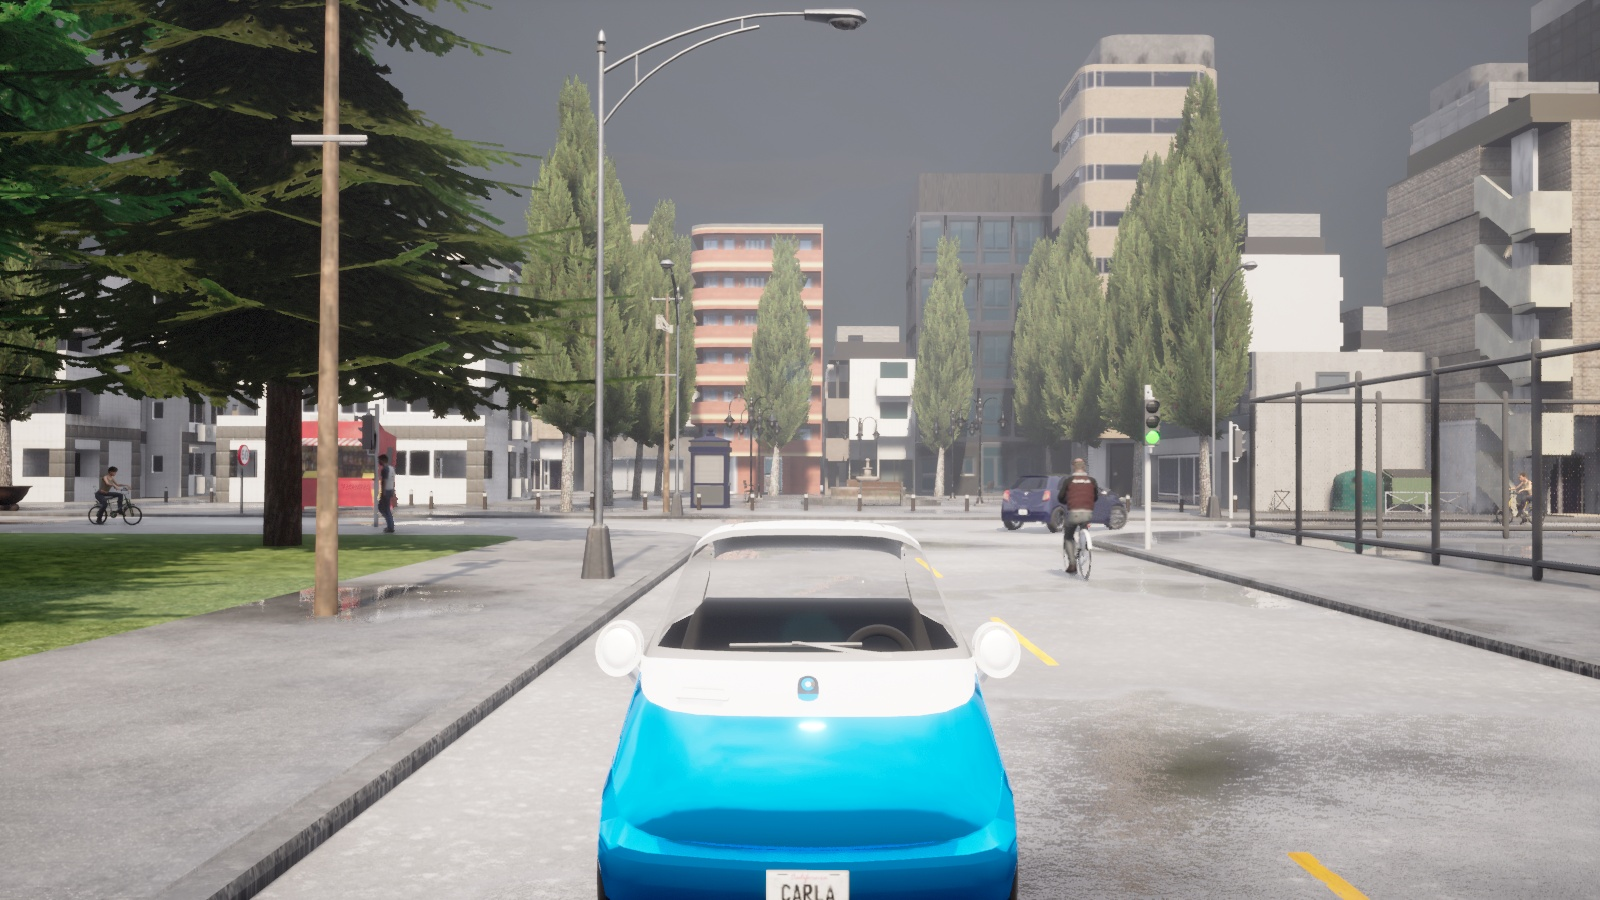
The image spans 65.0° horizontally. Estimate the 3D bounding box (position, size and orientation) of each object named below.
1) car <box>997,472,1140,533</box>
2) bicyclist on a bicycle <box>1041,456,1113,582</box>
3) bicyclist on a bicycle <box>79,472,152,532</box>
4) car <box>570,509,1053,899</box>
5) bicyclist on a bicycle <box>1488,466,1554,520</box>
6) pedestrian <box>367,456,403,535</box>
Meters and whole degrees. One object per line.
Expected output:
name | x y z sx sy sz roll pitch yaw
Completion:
car | 7.141 1.358 33.323 3.633 1.501 1.845 1 -2 -40
bicyclist on a bicycle | 4.091 0.981 18.659 0.659 1.776 1.843 0 -1 0
bicyclist on a bicycle | -18.738 1.402 34.391 1.509 1.612 0.866 0 -1 1
car | 0.037 0.953 4.965 1.481 1.376 2.207 0 -1 0
bicyclist on a bicycle | 21.948 1.304 38.248 1.509 1.612 0.866 0 -1 0
pedestrian | -9.619 1.050 29.099 0.706 1.836 0.354 0 -1 4
